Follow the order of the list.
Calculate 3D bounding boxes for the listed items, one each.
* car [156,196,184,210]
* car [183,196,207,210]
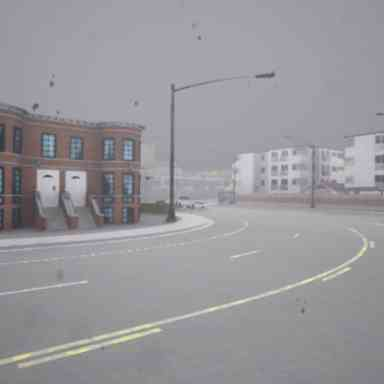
[{"bbox_3d":[-3.670,1.796,49.532,1.882,1.535,5.008,1,-1,-33],"label":"car"},{"bbox_3d":[-0.048,1.584,50.427,2.150,2.045,5.566,1,-1,-33],"label":"car"}]
